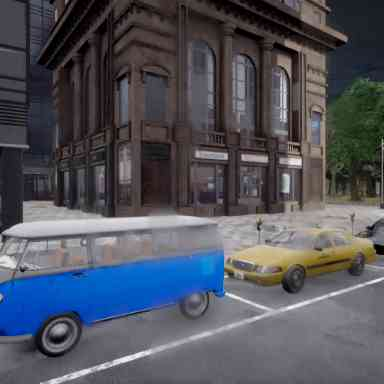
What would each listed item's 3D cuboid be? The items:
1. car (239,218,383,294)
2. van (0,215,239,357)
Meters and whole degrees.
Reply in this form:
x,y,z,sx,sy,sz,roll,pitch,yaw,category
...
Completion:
x,y,z,sx,sy,sz,roll,pitch,yaw,category
3.005,1.525,8.789,4.829,1.417,1.752,0,0,-35,car
-1.286,1.341,5.733,3.998,1.788,1.690,0,0,-35,van
